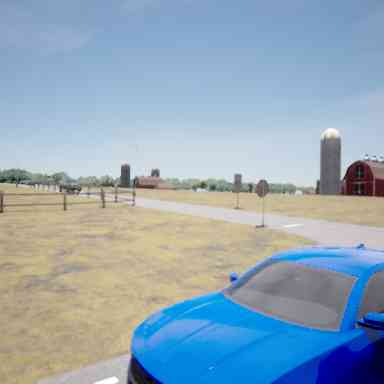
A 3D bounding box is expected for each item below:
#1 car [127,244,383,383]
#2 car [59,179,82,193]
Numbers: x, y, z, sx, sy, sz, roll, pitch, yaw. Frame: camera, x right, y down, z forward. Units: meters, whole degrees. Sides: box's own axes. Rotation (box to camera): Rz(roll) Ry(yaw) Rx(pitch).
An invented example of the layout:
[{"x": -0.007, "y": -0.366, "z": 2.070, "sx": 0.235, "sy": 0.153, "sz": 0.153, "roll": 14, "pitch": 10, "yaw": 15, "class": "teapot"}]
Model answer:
[{"x": 1.663, "y": 1.483, "z": 4.118, "sx": 5.008, "sy": 1.535, "sz": 1.882, "roll": 0, "pitch": 0, "yaw": -35, "class": "car"}, {"x": -18.356, "y": -0.972, "z": 50.074, "sx": 2.150, "sy": 2.045, "sz": 5.566, "roll": 1, "pitch": 2, "yaw": -36, "class": "car"}]
